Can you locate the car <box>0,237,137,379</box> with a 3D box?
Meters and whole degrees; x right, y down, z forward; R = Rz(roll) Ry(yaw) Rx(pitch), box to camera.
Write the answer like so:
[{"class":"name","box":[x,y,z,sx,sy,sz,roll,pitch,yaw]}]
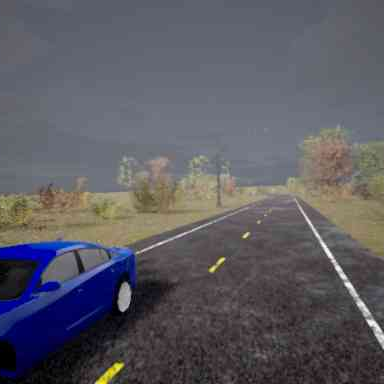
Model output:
[{"class":"car","box":[-2.548,1.574,5.155,1.882,1.535,5.008,-2,-1,14]}]
